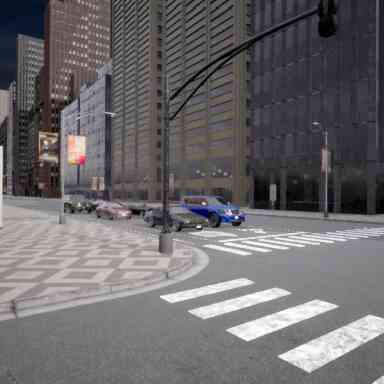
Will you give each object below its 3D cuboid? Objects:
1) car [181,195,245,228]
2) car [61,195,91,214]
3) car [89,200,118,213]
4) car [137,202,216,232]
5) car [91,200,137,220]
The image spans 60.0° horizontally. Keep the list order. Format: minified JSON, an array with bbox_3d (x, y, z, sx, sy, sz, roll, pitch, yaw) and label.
[{"bbox_3d":[1.175,1.269,23.126,2.150,2.045,5.566,1,-1,-36],"label":"car"},{"bbox_3d":[-13.076,1.324,37.492,2.150,2.045,5.566,1,-1,-36],"label":"car"},{"bbox_3d":[-10.564,1.653,39.562,1.812,1.442,4.674,1,-1,-35],"label":"car"},{"bbox_3d":[-1.153,1.569,20.803,2.033,1.411,5.357,1,-1,-35],"label":"car"},{"bbox_3d":[-6.851,1.585,28.769,1.812,1.442,4.674,1,-1,-36],"label":"car"}]
